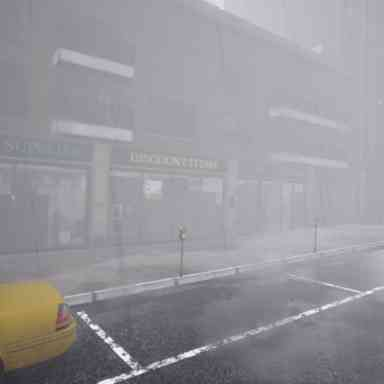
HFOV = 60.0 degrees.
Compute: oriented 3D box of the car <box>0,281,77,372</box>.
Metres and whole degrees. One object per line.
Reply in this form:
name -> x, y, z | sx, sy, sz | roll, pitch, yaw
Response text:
car -> -3.764, 1.525, 3.386 | 4.829, 1.417, 1.752 | 0, 2, -35
